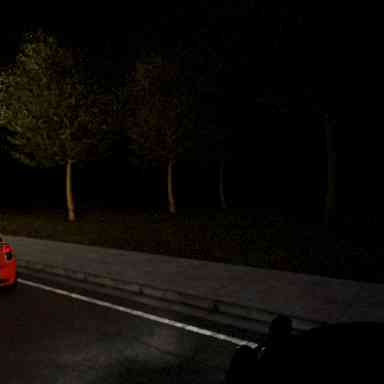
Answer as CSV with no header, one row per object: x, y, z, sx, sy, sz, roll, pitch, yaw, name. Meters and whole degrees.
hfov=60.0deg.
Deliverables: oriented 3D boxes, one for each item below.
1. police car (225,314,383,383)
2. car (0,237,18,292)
2.635,1.412,1.684,5.238,1.638,1.930,-1,0,35,police car
-6.210,1.452,7.988,4.553,1.767,2.097,-1,0,35,car
